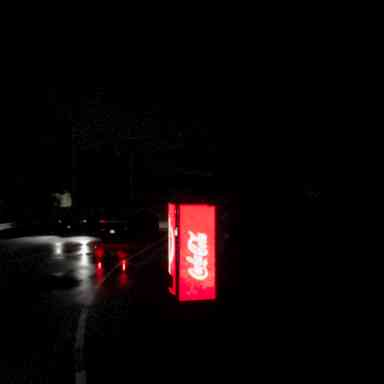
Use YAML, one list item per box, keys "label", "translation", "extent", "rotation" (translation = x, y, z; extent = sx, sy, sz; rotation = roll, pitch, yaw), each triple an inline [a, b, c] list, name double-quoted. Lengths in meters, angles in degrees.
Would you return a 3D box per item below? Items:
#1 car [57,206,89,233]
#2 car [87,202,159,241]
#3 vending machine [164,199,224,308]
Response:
- label: "car"
  translation: [-6.120, 1.561, 19.803]
  extent: [1.812, 1.442, 4.674]
  rotation: [0, 0, 9]
- label: "car"
  translation: [-3.042, 1.509, 16.836]
  extent: [2.128, 1.511, 4.902]
  rotation: [0, 0, 10]
- label: "vending machine"
  translation: [0.012, 1.199, 7.001]
  extent: [1.100, 2.100, 0.880]
  rotation: [0, 0, -10]
